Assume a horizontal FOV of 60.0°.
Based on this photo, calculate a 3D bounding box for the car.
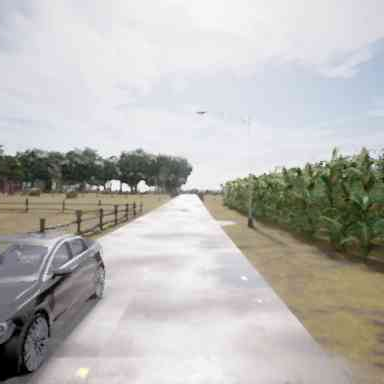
[{"bbox_3d":[-2.847,1.511,5.656,2.128,1.511,4.902,0,0,0],"label":"car"}]
